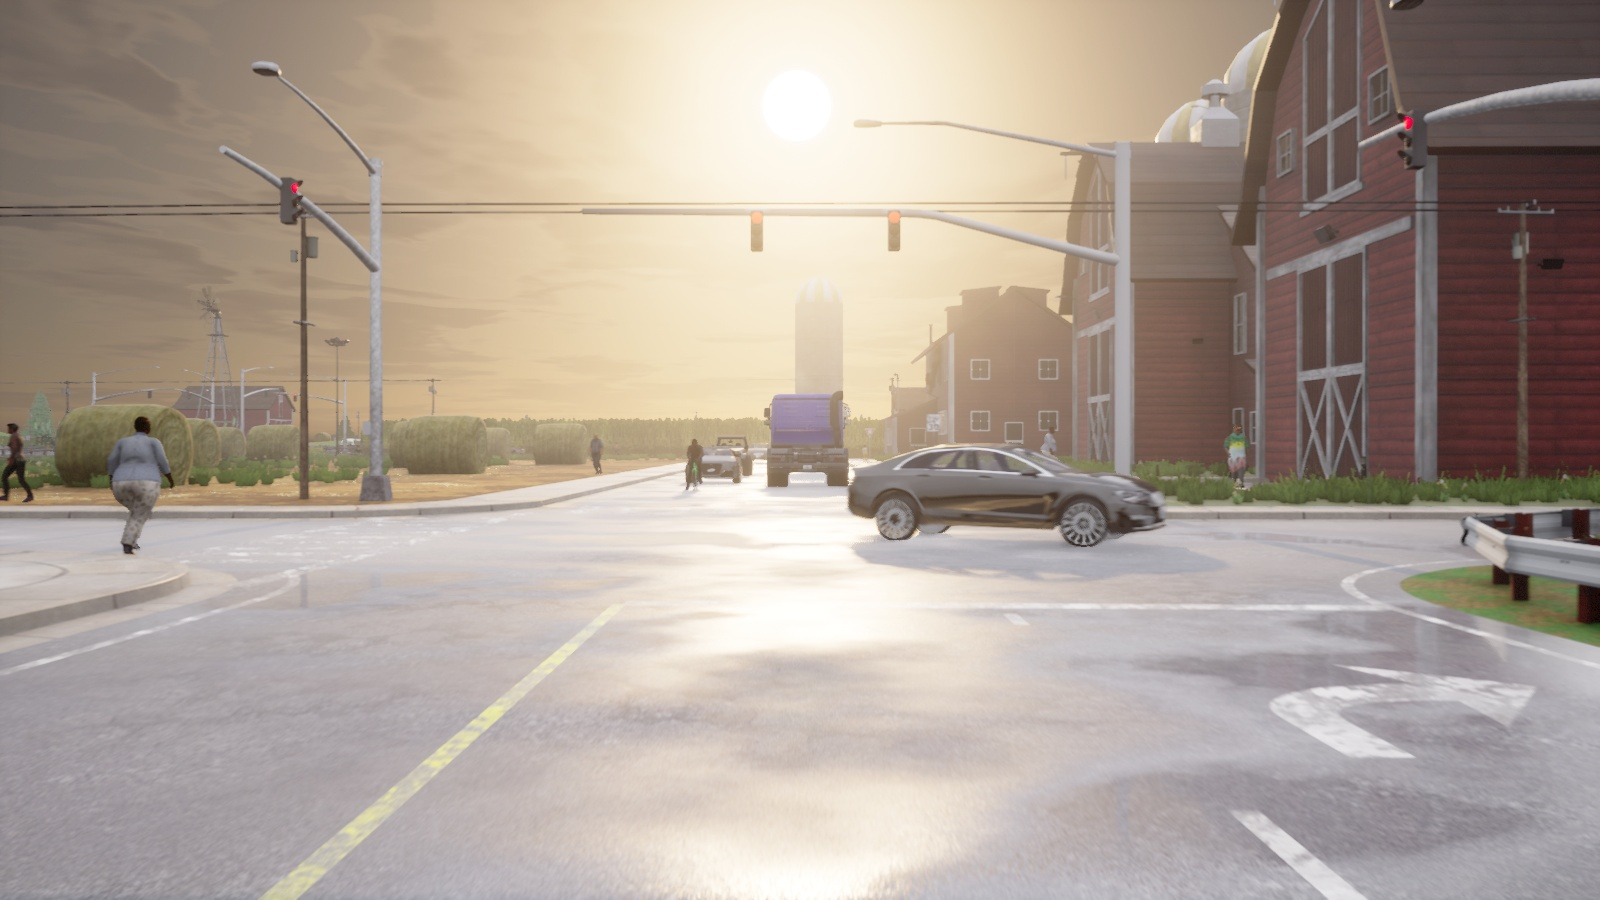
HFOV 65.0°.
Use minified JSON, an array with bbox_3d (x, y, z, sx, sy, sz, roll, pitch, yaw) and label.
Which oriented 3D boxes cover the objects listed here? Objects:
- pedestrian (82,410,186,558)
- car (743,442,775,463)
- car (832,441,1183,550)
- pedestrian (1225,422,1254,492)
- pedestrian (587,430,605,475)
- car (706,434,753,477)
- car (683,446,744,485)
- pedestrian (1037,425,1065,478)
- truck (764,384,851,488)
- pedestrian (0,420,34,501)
[{"bbox_3d":[-8.561,0.425,16.178,0.874,1.855,0.900,0,0,-1],"label":"pedestrian"},{"bbox_3d":[-2.973,0.178,92.426,2.128,1.511,4.902,0,0,0],"label":"car"},{"bbox_3d":[3.169,0.614,19.286,4.902,1.511,2.128,0,0,26],"label":"car"},{"bbox_3d":[12.404,0.200,35.442,0.659,1.952,0.873,0,0,13],"label":"pedestrian"},{"bbox_3d":[-8.512,0.101,52.408,0.540,1.848,0.694,0,0,11],"label":"pedestrian"},{"bbox_3d":[-3.170,0.216,57.119,1.905,1.878,3.866,0,0,0],"label":"car"},{"bbox_3d":[-3.224,0.540,47.390,1.994,1.385,4.181,0,0,0],"label":"car"},{"bbox_3d":[8.792,0.043,44.008,0.900,1.855,0.874,0,0,15],"label":"pedestrian"},{"bbox_3d":[0.267,-0.491,45.550,2.891,3.462,7.936,0,0,0],"label":"truck"},{"bbox_3d":[-17.701,0.229,28.122,0.869,1.805,0.328,0,0,-1],"label":"pedestrian"}]
